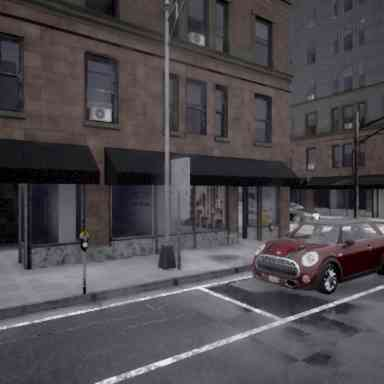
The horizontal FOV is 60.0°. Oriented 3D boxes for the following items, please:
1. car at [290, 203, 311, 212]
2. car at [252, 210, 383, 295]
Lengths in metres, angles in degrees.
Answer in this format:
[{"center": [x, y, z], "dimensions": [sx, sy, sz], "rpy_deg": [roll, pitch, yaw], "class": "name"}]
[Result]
[{"center": [7.071, 1.533, 24.623], "dimensions": [2.128, 1.511, 4.902], "rpy_deg": [0, 0, -35], "class": "car"}, {"center": [3.464, 1.438, 8.670], "dimensions": [4.097, 1.590, 1.967], "rpy_deg": [0, 0, -36], "class": "car"}]
